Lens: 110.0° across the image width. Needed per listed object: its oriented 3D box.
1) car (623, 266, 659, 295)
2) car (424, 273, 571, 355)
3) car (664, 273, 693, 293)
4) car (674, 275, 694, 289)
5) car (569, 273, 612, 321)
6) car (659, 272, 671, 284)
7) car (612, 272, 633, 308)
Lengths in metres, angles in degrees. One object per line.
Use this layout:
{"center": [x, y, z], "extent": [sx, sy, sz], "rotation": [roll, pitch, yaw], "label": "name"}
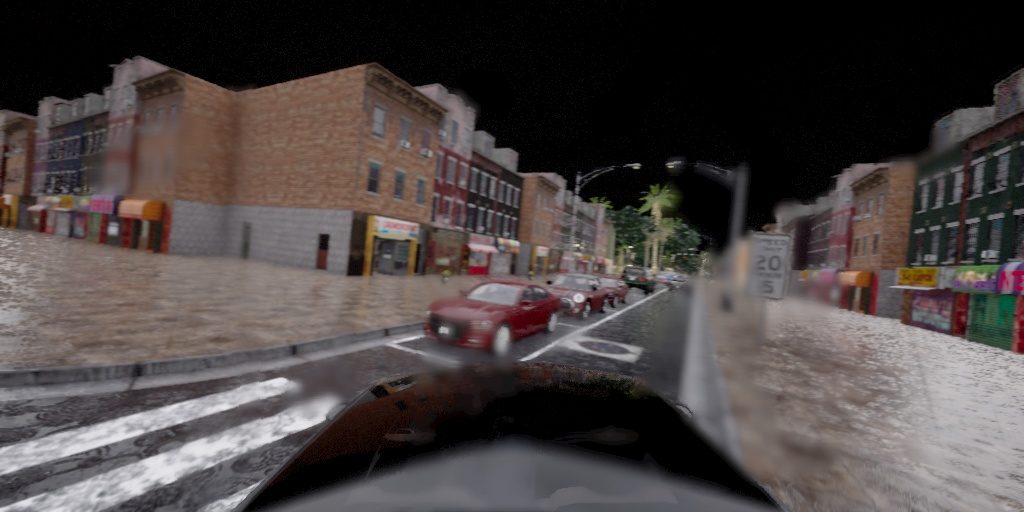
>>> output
{"center": [10.167, 1.911, 28.981], "extent": [2.150, 2.045, 5.566], "rotation": [6, 0, 27], "label": "car"}
{"center": [-0.261, 1.254, 8.711], "extent": [1.888, 1.381, 4.507], "rotation": [0, 0, 27], "label": "car"}
{"center": [16.915, 2.830, 36.021], "extent": [2.128, 1.511, 4.902], "rotation": [6, 0, 28], "label": "car"}
{"center": [22.986, 3.419, 47.826], "extent": [2.128, 1.511, 4.902], "rotation": [6, 0, 28], "label": "car"}
{"center": [2.239, 1.385, 13.563], "extent": [1.967, 1.591, 4.097], "rotation": [0, 0, 27], "label": "car"}
{"center": [19.756, 3.193, 47.521], "extent": [1.802, 1.307, 4.207], "rotation": [0, 0, 27], "label": "car"}
{"center": [4.742, 1.726, 18.415], "extent": [1.888, 1.381, 4.507], "rotation": [0, 0, 27], "label": "car"}
